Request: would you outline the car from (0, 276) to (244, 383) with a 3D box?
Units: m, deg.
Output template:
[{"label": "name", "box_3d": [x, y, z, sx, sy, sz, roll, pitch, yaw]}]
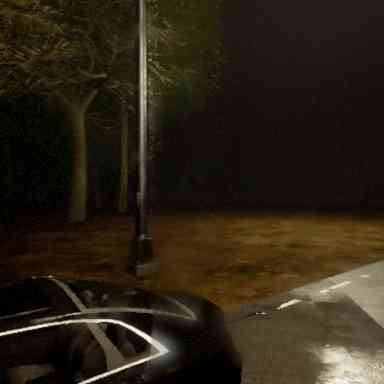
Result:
[{"label": "car", "box_3d": [-1.808, 1.513, 2.209, 4.892, 1.490, 1.837, 0, 0, -36]}]
